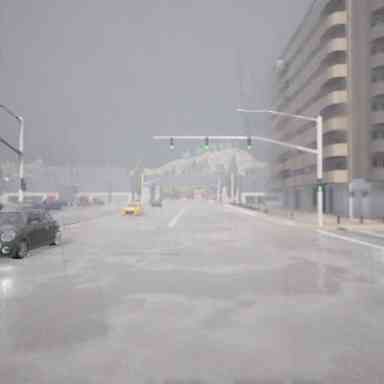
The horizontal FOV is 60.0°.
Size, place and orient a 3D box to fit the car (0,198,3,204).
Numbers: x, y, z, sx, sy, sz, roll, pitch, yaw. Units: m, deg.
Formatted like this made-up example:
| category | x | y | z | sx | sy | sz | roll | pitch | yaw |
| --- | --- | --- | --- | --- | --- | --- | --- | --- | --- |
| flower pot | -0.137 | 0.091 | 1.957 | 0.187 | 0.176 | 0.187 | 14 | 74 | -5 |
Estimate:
| category | x | y | z | sx | sy | sz | roll | pitch | yaw |
| --- | --- | --- | --- | --- | --- | --- | --- | --- | --- |
| car | -43.232 | 2.164 | 72.705 | 1.905 | 1.878 | 3.866 | 0 | -1 | 0 |

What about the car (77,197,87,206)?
| category | x | y | z | sx | sy | sz | roll | pitch | yaw |
| --- | --- | --- | --- | --- | --- | --- | --- | --- | --- |
| car | -23.609 | 2.136 | 72.585 | 1.905 | 1.878 | 3.866 | 0 | -1 | 0 |

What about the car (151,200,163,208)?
| category | x | y | z | sx | sy | sz | roll | pitch | yaw |
| --- | --- | --- | --- | --- | --- | --- | --- | --- | --- |
| car | -6.707 | 2.203 | 63.363 | 1.882 | 1.535 | 5.008 | 0 | -1 | 0 |

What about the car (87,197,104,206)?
| category | x | y | z | sx | sy | sz | roll | pitch | yaw |
| --- | --- | --- | --- | --- | --- | --- | --- | --- | --- |
| car | -20.715 | 2.128 | 72.508 | 1.932 | 1.855 | 4.605 | 0 | -1 | 0 |

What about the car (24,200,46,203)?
| category | x | y | z | sx | sy | sz | roll | pitch | yaw |
| --- | --- | --- | --- | --- | --- | --- | --- | --- | --- |
| car | -26.454 | 2.151 | 55.139 | 1.970 | 1.475 | 3.806 | 0 | -1 | 0 |

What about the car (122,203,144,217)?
| category | x | y | z | sx | sy | sz | roll | pitch | yaw |
| --- | --- | --- | --- | --- | --- | --- | --- | --- | --- |
| car | -6.816 | 2.006 | 38.856 | 1.882 | 1.535 | 5.008 | 0 | -1 | 0 |

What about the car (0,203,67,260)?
| category | x | y | z | sx | sy | sz | roll | pitch | yaw |
| --- | --- | --- | --- | --- | --- | --- | --- | --- | --- |
| car | -6.932 | 1.500 | 13.032 | 2.097 | 1.767 | 4.553 | 0 | -1 | 0 |
